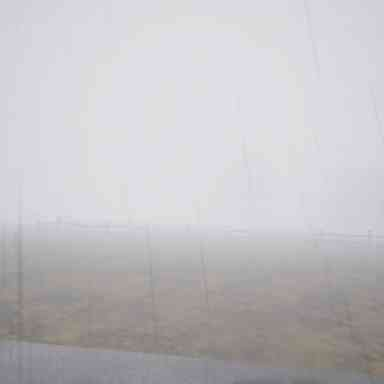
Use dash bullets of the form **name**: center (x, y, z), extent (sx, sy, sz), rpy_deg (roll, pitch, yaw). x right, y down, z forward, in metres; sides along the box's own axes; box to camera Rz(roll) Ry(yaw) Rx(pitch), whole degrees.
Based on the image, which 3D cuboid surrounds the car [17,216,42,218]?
- **car**: center (-29.065, 4.474, 59.864), extent (2.033, 1.411, 5.357), rpy_deg (0, -4, 8)

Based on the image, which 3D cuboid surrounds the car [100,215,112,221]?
- **car**: center (-22.334, 6.796, 87.073), extent (1.994, 1.385, 4.181), rpy_deg (0, -4, 8)

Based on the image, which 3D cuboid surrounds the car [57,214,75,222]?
- **car**: center (-25.252, 5.305, 66.973), extent (1.837, 1.490, 4.892), rpy_deg (0, -4, 8)
